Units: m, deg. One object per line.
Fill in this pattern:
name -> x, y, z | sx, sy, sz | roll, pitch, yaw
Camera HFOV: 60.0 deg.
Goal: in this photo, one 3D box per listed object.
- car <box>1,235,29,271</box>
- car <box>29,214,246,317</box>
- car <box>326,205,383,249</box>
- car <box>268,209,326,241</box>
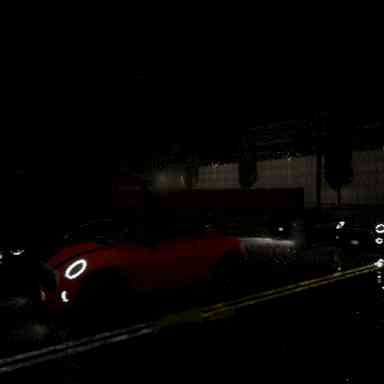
car -> -3.120, 1.502, 10.315 | 4.892, 1.490, 1.837 | 0, 0, -35
car -> -0.957, 1.347, 7.560 | 4.553, 1.767, 2.097 | 0, 0, -35
car -> 8.028, 1.336, 13.956 | 4.553, 1.767, 2.097 | 0, 0, -35
car -> 5.766, 1.549, 16.642 | 4.181, 1.385, 1.994 | 0, 0, -35
